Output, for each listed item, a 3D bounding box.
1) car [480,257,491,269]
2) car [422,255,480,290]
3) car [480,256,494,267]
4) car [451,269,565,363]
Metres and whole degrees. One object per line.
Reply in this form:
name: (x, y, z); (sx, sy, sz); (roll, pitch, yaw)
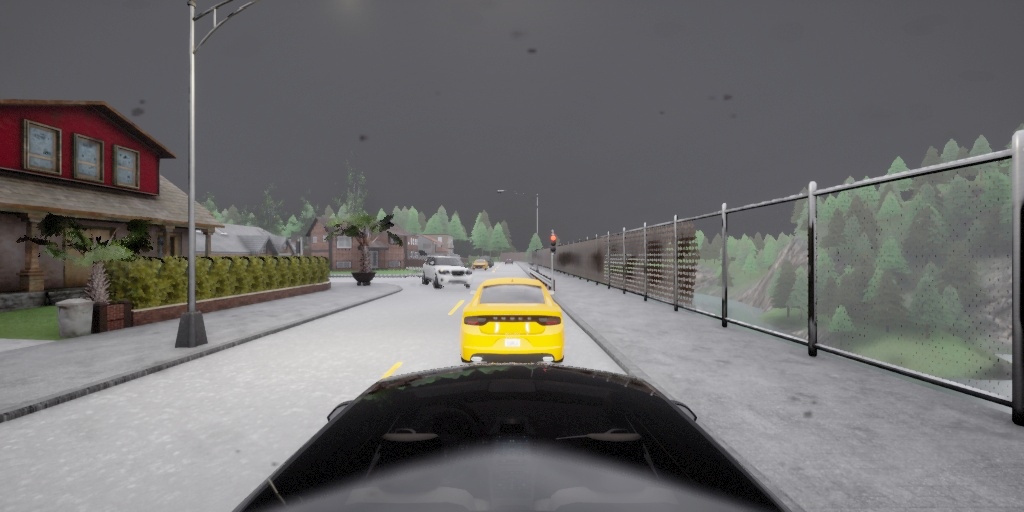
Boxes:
car: (-4.523, 1.227, 51.442); (1.882, 1.535, 5.008); (0, 0, 0)
car: (-4.255, 0.971, 23.145); (2.150, 2.045, 5.566); (2, -1, -26)
car: (-4.589, 0.971, 61.386); (2.150, 2.045, 5.566); (0, 0, 0)
car: (0.005, 1.228, 8.183); (1.882, 1.535, 5.008); (0, 0, 0)
